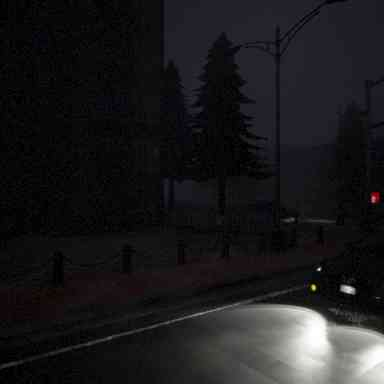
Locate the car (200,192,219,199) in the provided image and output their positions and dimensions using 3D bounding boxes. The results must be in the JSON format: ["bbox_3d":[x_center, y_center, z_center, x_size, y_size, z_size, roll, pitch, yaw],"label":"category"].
[{"bbox_3d":[5.073,1.112,92.407,1.932,1.855,4.605,0,0,-37],"label":"car"}]

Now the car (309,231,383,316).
[{"bbox_3d":[4.419,1.564,7.093,4.181,1.385,1.994,0,0,-35],"label":"car"}]

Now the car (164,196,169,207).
[{"bbox_3d":[-3.666,1.616,50.411,1.895,1.301,4.718,0,0,-34],"label":"car"}]

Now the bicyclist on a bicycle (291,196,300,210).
[{"bbox_3d":[11.403,1.316,36.604,1.656,1.620,0.582,0,0,-37],"label":"bicyclist on a bicycle"}]

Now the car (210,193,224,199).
[{"bbox_3d":[7.161,1.092,94.470,1.905,1.878,3.866,0,0,-37],"label":"car"}]

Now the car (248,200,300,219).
[{"bbox_3d":[7.232,1.493,29.722,1.882,1.535,5.008,0,0,-37],"label":"car"}]

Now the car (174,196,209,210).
[{"bbox_3d":[-0.404,1.578,39.837,1.994,1.385,4.181,0,0,-37],"label":"car"}]
